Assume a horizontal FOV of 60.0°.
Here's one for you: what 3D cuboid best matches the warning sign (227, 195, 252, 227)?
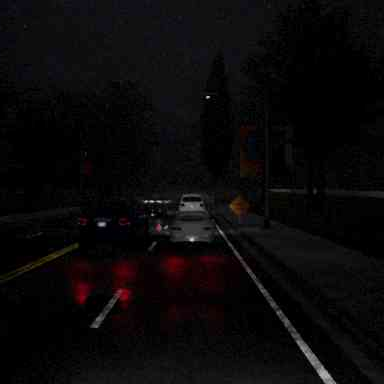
[{"bbox_3d":[2.833,1.100,19.788,1.300,1.860,1.060,-1,-1,0],"label":"warning sign"}]

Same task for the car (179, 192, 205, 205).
[{"bbox_3d":[0.000,1.224,29.683,2.150,2.045,5.566,0,0,0],"label":"car"}]

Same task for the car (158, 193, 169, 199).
[{"bbox_3d":[-6.501,0.961,75.958,2.097,1.767,4.553,0,0,0],"label":"car"}]

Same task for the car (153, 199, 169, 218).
[{"bbox_3d":[-3.250,1.583,29.683,1.895,1.301,4.718,0,0,0],"label":"car"}]

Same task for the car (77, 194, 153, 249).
[{"bbox_3d":[-3.250,1.250,14.682,2.150,2.045,5.566,0,0,0],"label":"car"}]

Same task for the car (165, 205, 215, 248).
[{"bbox_3d":[-0.001,1.526,14.651,1.812,1.442,4.674,0,0,0],"label":"car"}]
